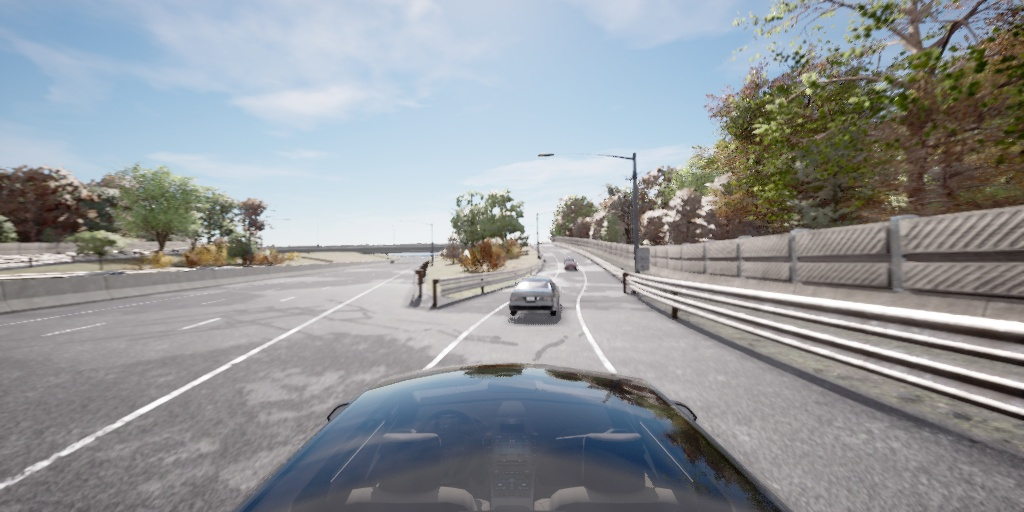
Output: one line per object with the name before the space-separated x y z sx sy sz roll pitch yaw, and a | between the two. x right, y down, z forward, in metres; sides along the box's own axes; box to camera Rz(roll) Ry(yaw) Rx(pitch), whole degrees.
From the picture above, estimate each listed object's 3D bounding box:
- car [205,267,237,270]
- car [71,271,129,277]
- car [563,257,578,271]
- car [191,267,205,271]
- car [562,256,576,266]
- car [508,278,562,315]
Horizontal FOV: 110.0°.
car | -37.989 2.178 47.643 1.812 1.442 4.674 -1 0 -12
car | -34.033 2.035 29.922 1.837 1.490 4.892 -1 -1 -13
car | 8.857 1.393 54.455 1.812 1.442 4.674 -1 2 8
car | -41.801 2.249 48.684 1.837 1.490 4.892 -1 0 -13
car | 10.172 0.859 64.472 2.128 1.511 4.902 -1 3 6
car | 1.080 1.630 15.351 2.033 1.411 5.357 -1 -1 9
